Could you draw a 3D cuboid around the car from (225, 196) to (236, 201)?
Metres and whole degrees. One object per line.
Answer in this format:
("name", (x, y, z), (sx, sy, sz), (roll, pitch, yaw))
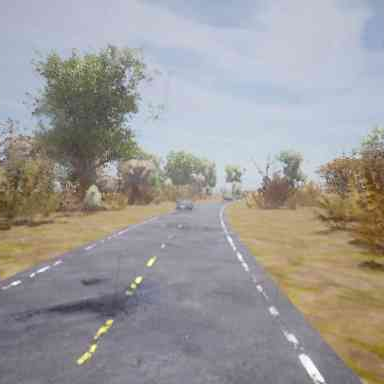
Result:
("car", (10.605, 1.896, 93.798), (1.895, 1.301, 4.718), (0, 0, 13))

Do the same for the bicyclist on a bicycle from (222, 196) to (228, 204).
("bicyclist on a bicycle", (6.502, 1.752, 68.271), (0.582, 1.620, 1.656), (0, -1, 9))

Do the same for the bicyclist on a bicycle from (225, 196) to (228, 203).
("bicyclist on a bicycle", (8.013, 1.713, 76.902), (0.659, 1.776, 1.843), (0, -1, 11))

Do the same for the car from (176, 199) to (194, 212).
("car", (-0.891, 1.663, 41.955), (2.128, 1.511, 4.902), (0, 0, 6))
